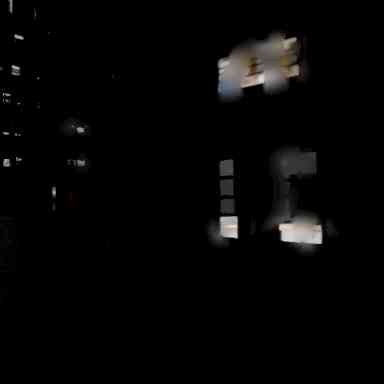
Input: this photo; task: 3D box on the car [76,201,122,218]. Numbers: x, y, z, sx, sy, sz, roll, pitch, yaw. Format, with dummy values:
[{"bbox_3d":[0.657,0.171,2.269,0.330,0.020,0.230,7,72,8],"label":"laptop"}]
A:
[{"bbox_3d":[-8.015,1.484,29.202,1.887,1.381,4.507,-1,0,36],"label":"car"}]
